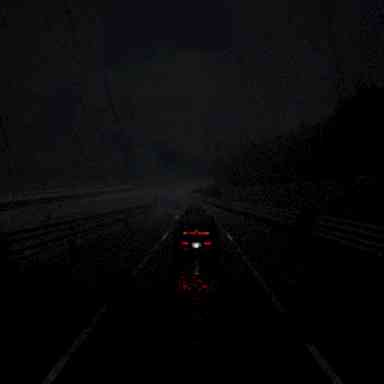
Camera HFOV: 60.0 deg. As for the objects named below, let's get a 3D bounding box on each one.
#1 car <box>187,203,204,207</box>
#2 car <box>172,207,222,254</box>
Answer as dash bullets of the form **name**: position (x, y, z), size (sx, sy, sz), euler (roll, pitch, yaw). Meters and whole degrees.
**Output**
- **car**: position (0.269, 1.746, 29.463), size (1.882, 1.535, 5.008), euler (0, 0, -1)
- **car**: position (0.209, 1.641, 14.200), size (1.837, 1.490, 4.892), euler (0, 0, 1)
